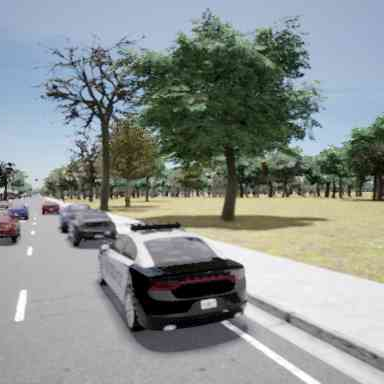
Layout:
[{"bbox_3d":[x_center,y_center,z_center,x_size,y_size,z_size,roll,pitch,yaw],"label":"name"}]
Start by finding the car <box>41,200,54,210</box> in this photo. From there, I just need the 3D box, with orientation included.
[{"bbox_3d":[-24.120,2.092,55.438,1.882,1.535,5.008,0,0,-25],"label":"car"}]

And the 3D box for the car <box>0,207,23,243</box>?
[{"bbox_3d":[-9.802,1.728,16.860,1.812,1.442,4.674,0,-1,-25],"label":"car"}]

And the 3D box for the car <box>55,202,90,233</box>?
[{"bbox_3d":[-7.479,1.556,21.666,2.097,1.767,4.553,0,0,-25],"label":"car"}]

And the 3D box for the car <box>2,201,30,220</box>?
[{"bbox_3d":[-16.873,1.903,32.203,1.812,1.442,4.674,0,0,-25],"label":"car"}]

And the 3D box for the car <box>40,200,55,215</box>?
[{"bbox_3d":[-17.365,1.919,40.856,1.882,1.535,5.008,0,0,-24],"label":"car"}]

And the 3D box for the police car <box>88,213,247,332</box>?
[{"bbox_3d":[-0.837,1.473,7.263,1.930,1.638,5.238,0,0,-25],"label":"police car"}]

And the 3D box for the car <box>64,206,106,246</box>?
[{"bbox_3d":[-4.977,1.650,16.244,1.837,1.490,4.892,0,0,-25],"label":"car"}]

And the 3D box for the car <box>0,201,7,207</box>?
[{"bbox_3d":[-32.069,2.241,57.104,1.812,1.442,4.674,0,0,-24],"label":"car"}]
